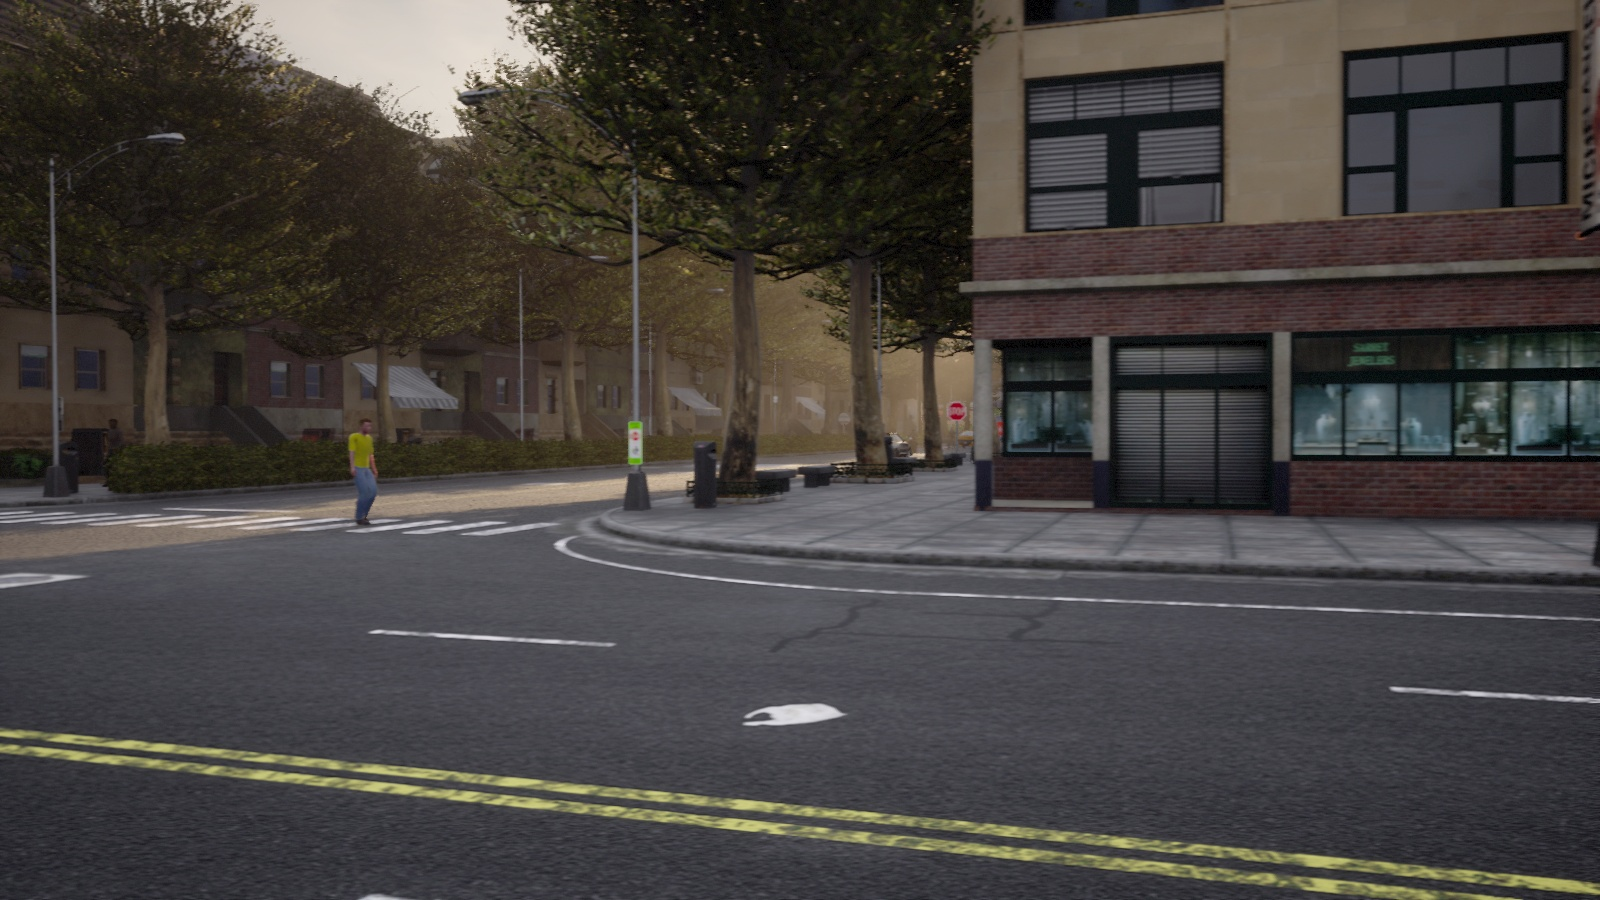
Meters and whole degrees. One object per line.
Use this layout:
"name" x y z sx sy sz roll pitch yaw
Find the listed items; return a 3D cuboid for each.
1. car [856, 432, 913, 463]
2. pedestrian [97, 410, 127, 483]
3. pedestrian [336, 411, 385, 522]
"car" 4.190 -0.134 61.830 1.816 1.474 4.193 1 1 18
"pedestrian" -17.632 -0.099 32.190 0.331 1.846 0.634 0 1 12
"pedestrian" -7.396 0.266 21.128 0.706 1.836 0.354 1 1 22
